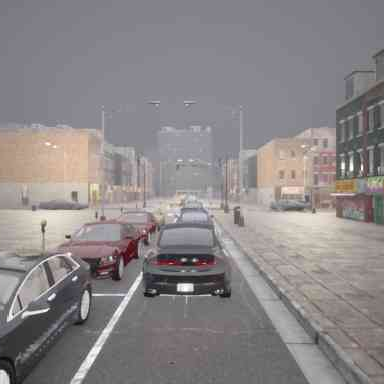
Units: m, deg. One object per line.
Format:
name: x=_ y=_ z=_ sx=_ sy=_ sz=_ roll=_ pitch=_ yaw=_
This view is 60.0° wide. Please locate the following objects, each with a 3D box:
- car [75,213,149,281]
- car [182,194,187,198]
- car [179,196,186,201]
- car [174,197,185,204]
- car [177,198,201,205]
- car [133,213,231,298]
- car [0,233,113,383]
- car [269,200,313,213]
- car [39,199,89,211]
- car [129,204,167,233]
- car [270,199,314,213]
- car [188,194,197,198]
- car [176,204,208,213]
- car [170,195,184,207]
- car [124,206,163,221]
car: x=-2.620 y=1.550 z=9.907 sx=1.887 sy=1.381 sz=4.507 roll=0 pitch=0 yaw=0
car: x=-2.557 y=1.421 z=58.297 sx=2.192 sy=1.841 sz=5.009 roll=0 pitch=0 yaw=0
car: x=-2.516 y=1.772 z=90.961 sx=1.887 sy=1.381 sz=4.507 roll=0 pitch=0 yaw=0
car: x=-2.544 y=1.693 z=69.185 sx=2.008 sy=1.369 sz=4.403 roll=0 pitch=0 yaw=0
car: x=0.057 y=1.505 z=26.272 sx=1.882 sy=1.535 sz=5.008 roll=0 pitch=0 yaw=0
car: x=-0.066 y=1.509 z=8.540 sx=1.837 sy=1.490 sz=4.892 roll=0 pitch=0 yaw=1
car: x=-2.627 y=1.553 z=4.413 sx=2.008 sy=1.369 sz=4.403 roll=0 pitch=0 yaw=0
car: x=11.380 y=1.670 z=38.099 sx=4.902 sy=1.511 sz=2.128 roll=1 pitch=0 yaw=0
car: x=-14.602 y=1.493 z=38.032 sx=5.357 sy=1.411 sz=2.033 roll=1 pitch=0 yaw=2
car: x=-2.606 y=1.543 z=20.725 sx=1.752 sy=1.417 sz=4.829 roll=0 pitch=0 yaw=0
car: x=12.258 y=1.716 z=41.056 sx=4.892 sy=1.490 sz=1.837 roll=1 pitch=0 yaw=0
car: x=0.109 y=1.412 z=82.963 sx=2.150 sy=2.045 sz=5.566 roll=0 pitch=0 yaw=0
car: x=0.114 y=1.537 z=16.004 sx=1.812 sy=1.442 sz=4.674 roll=0 pitch=0 yaw=0
car: x=-2.565 y=1.614 z=52.683 sx=1.752 sy=1.417 sz=4.829 roll=0 pitch=0 yaw=0
car: x=-2.613 y=1.556 z=15.402 sx=1.887 sy=1.381 sz=4.507 roll=0 pitch=0 yaw=0
